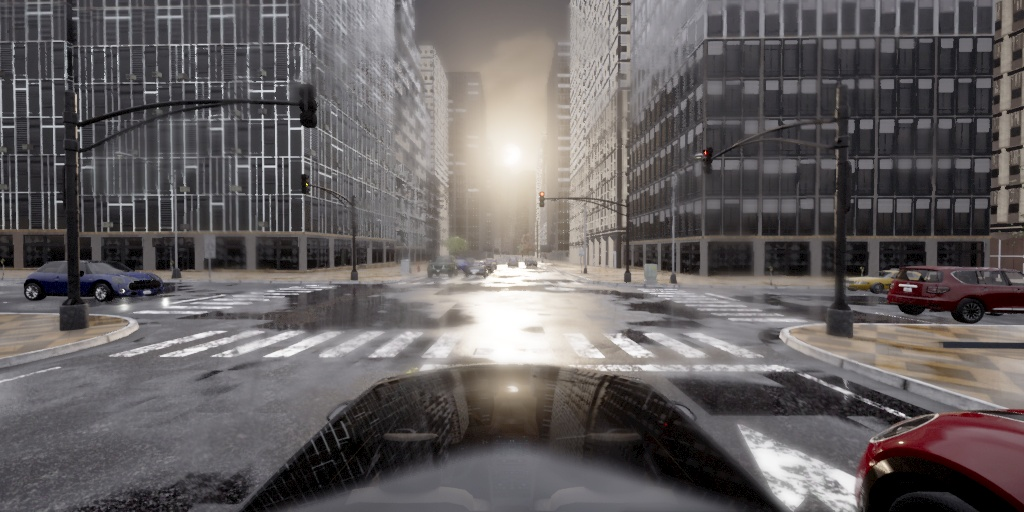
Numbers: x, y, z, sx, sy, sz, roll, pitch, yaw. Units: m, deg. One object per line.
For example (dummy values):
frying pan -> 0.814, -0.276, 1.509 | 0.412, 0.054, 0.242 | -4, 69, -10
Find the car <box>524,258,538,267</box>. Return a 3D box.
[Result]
car -> 3.464, 1.303, 63.364 | 1.895, 1.301, 4.718 | 0, 0, 0

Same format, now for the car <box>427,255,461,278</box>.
car -> -6.479, 0.954, 34.169 | 2.150, 2.045, 5.566 | 0, 0, 0

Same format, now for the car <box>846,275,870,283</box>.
car -> 21.866, 1.409, 20.771 | 4.829, 1.417, 1.751 | 0, 0, 1

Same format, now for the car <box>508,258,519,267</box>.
car -> 0.214, 1.267, 63.346 | 1.994, 1.385, 4.181 | 0, 0, 0

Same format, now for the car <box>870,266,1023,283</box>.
car -> 16.227, 1.281, 12.505 | 5.009, 1.841, 2.192 | 0, 0, 1

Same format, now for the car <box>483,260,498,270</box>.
car -> -3.163, 1.261, 53.911 | 2.033, 1.411, 5.357 | 0, 0, 0

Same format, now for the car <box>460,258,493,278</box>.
car -> -3.238, 1.224, 33.926 | 2.128, 1.511, 4.902 | 0, 0, 1

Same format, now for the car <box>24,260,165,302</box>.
car -> -18.148, 0.971, 15.731 | 4.553, 1.767, 2.097 | 1, 1, 3

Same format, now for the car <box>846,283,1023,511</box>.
car -> 3.253, 1.103, 0.394 | 2.097, 1.767, 4.553 | 0, 0, 0

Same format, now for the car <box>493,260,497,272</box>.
car -> -3.208, 1.325, 43.207 | 1.895, 1.301, 4.718 | 0, 0, 0

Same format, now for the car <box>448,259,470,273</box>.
car -> -6.453, 1.201, 44.134 | 1.882, 1.535, 5.008 | 0, 0, 0
